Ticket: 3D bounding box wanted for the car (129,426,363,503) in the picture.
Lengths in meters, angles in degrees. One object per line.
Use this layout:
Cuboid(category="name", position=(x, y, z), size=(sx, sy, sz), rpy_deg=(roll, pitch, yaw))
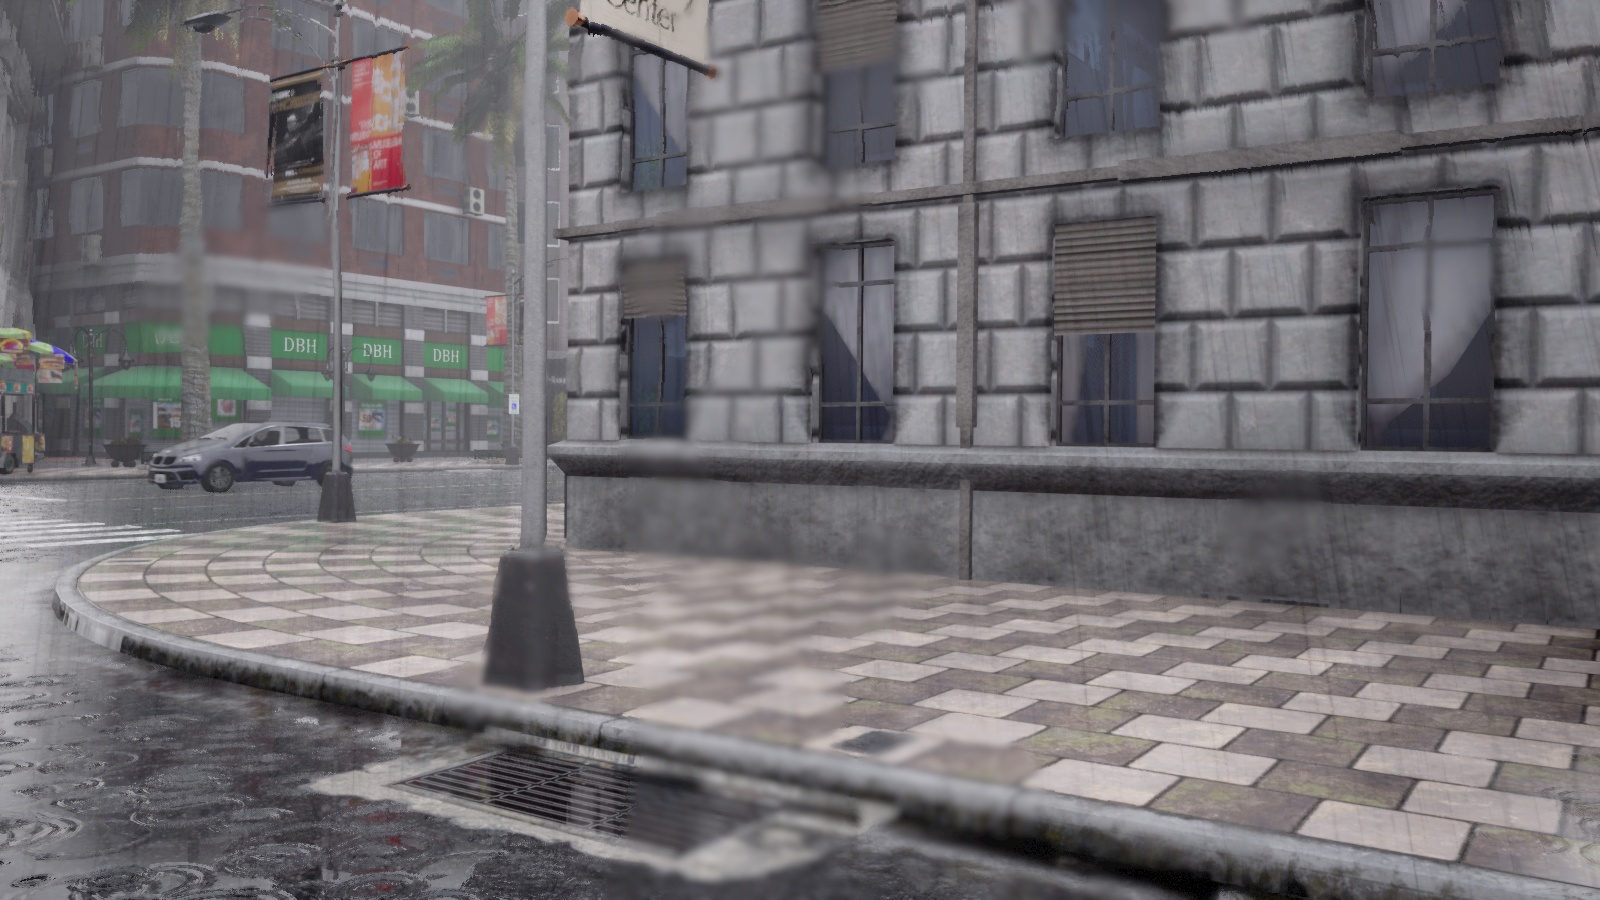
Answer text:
Cuboid(category="car", position=(-13.115, 0.285, 29.994), size=(2.242, 1.667, 4.611), rpy_deg=(0, 1, 34))
